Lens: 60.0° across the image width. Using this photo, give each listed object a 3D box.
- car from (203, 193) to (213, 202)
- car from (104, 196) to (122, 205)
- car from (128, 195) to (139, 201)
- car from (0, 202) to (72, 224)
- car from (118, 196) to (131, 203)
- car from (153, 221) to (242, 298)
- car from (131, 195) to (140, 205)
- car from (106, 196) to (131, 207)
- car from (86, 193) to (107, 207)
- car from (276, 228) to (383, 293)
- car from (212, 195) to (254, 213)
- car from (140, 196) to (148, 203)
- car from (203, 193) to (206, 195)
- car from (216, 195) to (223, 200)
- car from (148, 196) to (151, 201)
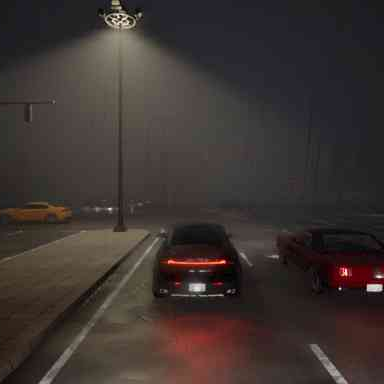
[{"bbox_3d":[3.971,1.525,71.929,1.812,1.442,4.674,0,0,0],"label":"car"},{"bbox_3d":[-14.672,1.547,62.125,2.033,1.411,5.357,0,0,1],"label":"car"},{"bbox_3d":[-14.483,1.517,82.275,1.812,1.442,4.674,0,0,1],"label":"car"},{"bbox_3d":[-11.268,1.477,23.943,5.008,1.535,1.882,0,0,-2],"label":"car"},{"bbox_3d":[-14.562,1.553,72.071,1.994,1.385,4.181,0,0,0],"label":"car"},{"bbox_3d":[0.124,1.505,8.525,1.837,1.490,4.892,0,0,1],"label":"car"},{"bbox_3d":[-11.205,1.505,60.337,1.837,1.490,4.892,0,0,1],"label":"car"},{"bbox_3d":[-11.284,1.601,51.327,1.895,1.301,4.718,0,0,0],"label":"car"},{"bbox_3d":[-14.777,1.221,51.876,2.150,2.045,5.566,0,0,0],"label":"car"},{"bbox_3d":[3.627,1.601,8.771,1.895,1.301,4.718,0,0,1],"label":"car"},{"bbox_3d":[4.774,1.478,37.395,1.882,1.535,5.008,-2,1,-31],"label":"car"},{"bbox_3d":[-11.079,1.595,69.310,1.895,1.301,4.718,0,0,0],"label":"car"},{"bbox_3d":[4.328,1.225,94.730,2.150,2.045,5.566,0,0,2],"label":"car"},{"bbox_3d":[7.828,1.553,94.672,1.994,1.385,4.181,0,0,2],"label":"car"},{"bbox_3d":[-11.015,1.552,79.162,1.994,1.385,4.181,0,0,0],"label":"car"}]
